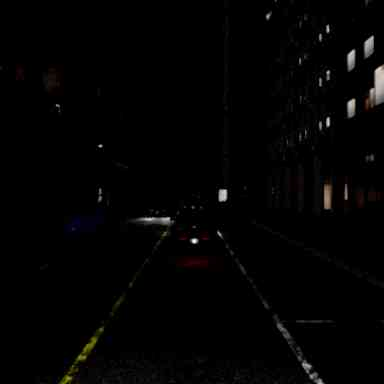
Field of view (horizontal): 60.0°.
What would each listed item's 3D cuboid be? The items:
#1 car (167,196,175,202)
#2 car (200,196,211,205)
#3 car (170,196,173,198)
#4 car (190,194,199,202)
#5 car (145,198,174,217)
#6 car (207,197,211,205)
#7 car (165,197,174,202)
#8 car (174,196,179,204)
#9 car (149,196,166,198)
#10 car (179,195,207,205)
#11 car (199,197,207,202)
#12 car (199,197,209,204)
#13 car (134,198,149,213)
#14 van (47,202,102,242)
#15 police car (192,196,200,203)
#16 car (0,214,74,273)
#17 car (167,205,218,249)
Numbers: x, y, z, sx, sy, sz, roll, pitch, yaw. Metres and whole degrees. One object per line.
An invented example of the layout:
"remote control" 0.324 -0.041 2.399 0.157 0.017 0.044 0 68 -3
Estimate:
"car" -5.705 1.871 89.747 1.752 1.417 4.829 0 0 0
"car" 2.680 1.690 67.323 1.967 1.590 4.097 0 0 0
"car" -5.702 1.824 72.970 2.008 1.369 4.403 0 0 0
"car" 0.658 1.564 88.509 2.150 2.045 5.566 0 0 -4
"car" -3.102 1.615 32.326 1.837 1.490 4.892 0 0 0
"car" 2.680 1.753 61.845 1.752 1.417 4.829 0 0 0
"car" -5.704 1.887 84.267 1.947 1.339 4.313 0 0 0
"car" -3.011 1.746 73.479 1.882 1.535 5.008 0 0 0
"car" -5.699 1.496 50.378 2.192 1.841 5.009 0 0 0
"car" 0.090 1.463 32.483 2.097 1.767 4.553 0 0 0
"car" 2.677 1.888 84.269 1.947 1.339 4.313 0 0 0
"car" 2.678 1.824 72.973 2.008 1.369 4.403 0 0 0
"car" -5.697 1.718 39.079 1.802 1.307 4.206 0 0 0
"van" -5.693 1.397 16.487 1.690 1.788 3.998 0 0 0
"police car" 0.888 1.740 82.593 1.930 1.638 5.238 0 0 0
"car" -5.693 1.603 10.837 1.947 1.339 4.313 0 0 0
"car" 0.092 1.555 14.671 1.837 1.490 4.892 0 0 0
